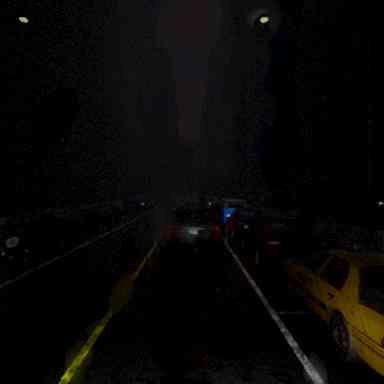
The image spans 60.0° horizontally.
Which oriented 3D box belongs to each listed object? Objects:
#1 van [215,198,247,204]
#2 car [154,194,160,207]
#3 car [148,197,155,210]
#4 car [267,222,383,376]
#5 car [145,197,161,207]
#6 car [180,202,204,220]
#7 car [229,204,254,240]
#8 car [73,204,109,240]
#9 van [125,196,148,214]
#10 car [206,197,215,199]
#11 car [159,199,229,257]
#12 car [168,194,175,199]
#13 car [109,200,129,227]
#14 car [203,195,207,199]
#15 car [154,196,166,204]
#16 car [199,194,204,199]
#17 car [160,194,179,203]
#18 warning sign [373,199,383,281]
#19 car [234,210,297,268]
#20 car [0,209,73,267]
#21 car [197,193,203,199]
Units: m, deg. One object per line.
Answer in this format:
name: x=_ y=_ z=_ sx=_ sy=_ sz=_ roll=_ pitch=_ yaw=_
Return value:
van: x=2.728 y=1.297 z=22.265 sx=1.690 sy=1.788 sz=3.998 roll=0 pitch=0 yaw=0
car: x=-5.837 y=1.352 z=44.649 sx=1.967 sy=1.590 sz=4.097 roll=0 pitch=0 yaw=0
car: x=-5.828 y=1.504 z=39.047 sx=1.802 sy=1.307 sz=4.206 roll=0 pitch=0 yaw=0
car: x=2.756 y=1.514 z=5.629 sx=1.752 sy=1.417 sz=4.829 roll=0 pitch=0 yaw=0
car: x=-5.847 y=1.467 z=50.251 sx=1.947 sy=1.339 sz=4.313 roll=0 pitch=0 yaw=0
car: x=0.028 y=1.545 z=28.307 sx=1.895 sy=1.301 sz=4.718 roll=0 pitch=0 yaw=0
car: x=2.737 y=1.511 z=16.663 sx=1.887 sy=1.381 sz=4.507 roll=0 pitch=0 yaw=0
car: x=-5.789 y=1.511 z=16.640 sx=1.887 sy=1.381 sz=4.507 roll=0 pitch=0 yaw=0
van: x=-5.817 y=1.274 z=33.445 sx=1.690 sy=1.788 sz=3.998 roll=0 pitch=0 yaw=0
car: x=2.707 y=1.479 z=33.470 sx=1.887 sy=1.381 sz=4.507 roll=0 pitch=0 yaw=0
car: x=0.055 y=1.327 z=12.978 sx=2.097 sy=1.767 sz=4.553 roll=0 pitch=0 yaw=0
car: x=-5.924 y=1.350 z=94.894 sx=1.752 sy=1.417 sz=4.829 roll=0 pitch=0 yaw=0
car: x=-5.798 y=1.500 z=22.242 sx=1.887 sy=1.381 sz=4.507 roll=0 pitch=0 yaw=0
car: x=2.698 y=1.363 z=39.072 sx=1.967 sy=1.590 sz=4.097 roll=0 pitch=0 yaw=0
car: x=-5.866 y=1.445 z=61.454 sx=1.947 sy=1.339 sz=4.313 roll=0 pitch=0 yaw=0
car: x=2.669 y=1.435 z=55.878 sx=1.887 sy=1.381 sz=4.507 roll=0 pitch=0 yaw=0
car: x=-3.165 y=1.415 z=45.088 sx=1.837 sy=1.490 sz=4.892 roll=0 pitch=0 yaw=0
warning sign: x=5.051 y=1.100 z=7.542 sx=1.300 sy=1.860 sz=1.060 roll=0 pitch=0 yaw=0
car: x=2.746 y=1.523 z=11.062 sx=1.887 sy=1.381 sz=4.507 roll=0 pitch=0 yaw=0
car: x=-5.779 y=1.418 z=11.038 sx=1.967 sy=1.590 sz=4.097 roll=0 pitch=0 yaw=0
car: x=2.639 y=1.425 z=72.685 sx=1.947 sy=1.339 sz=4.313 roll=0 pitch=0 yaw=0
